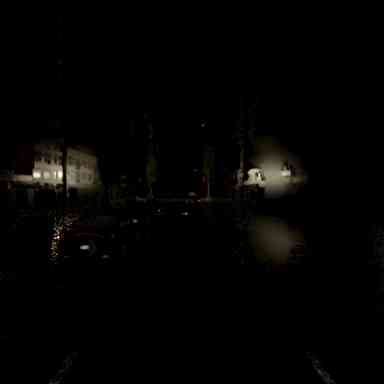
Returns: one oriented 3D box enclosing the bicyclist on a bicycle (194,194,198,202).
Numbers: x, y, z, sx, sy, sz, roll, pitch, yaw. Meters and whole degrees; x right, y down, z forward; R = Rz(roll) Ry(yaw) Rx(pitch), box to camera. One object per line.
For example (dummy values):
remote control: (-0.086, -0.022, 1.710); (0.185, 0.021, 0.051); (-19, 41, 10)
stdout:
bicyclist on a bicycle: (0.899, 1.298, 70.578); (0.866, 1.612, 1.509); (0, 0, 0)

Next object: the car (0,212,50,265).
car: (-6.598, 1.478, 11.756); (2.128, 1.511, 4.902); (0, 0, 0)

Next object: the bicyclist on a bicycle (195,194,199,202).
bicyclist on a bicycle: (0.899, 1.323, 61.574); (0.866, 1.612, 1.509); (0, 0, 0)

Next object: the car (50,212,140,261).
car: (-3.147, 1.463, 12.230); (1.882, 1.535, 5.008); (0, 0, 0)

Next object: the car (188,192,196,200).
car: (0.010, 0.989, 88.966); (2.150, 2.045, 5.566); (0, 0, 0)

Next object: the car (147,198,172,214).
car: (-3.145, 1.553, 34.505); (1.895, 1.301, 4.718); (0, 0, 0)

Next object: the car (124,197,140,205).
car: (-9.794, 1.469, 54.678); (1.994, 1.385, 4.181); (0, 0, 1)

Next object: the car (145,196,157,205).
car: (-6.544, 1.431, 54.652); (1.812, 1.442, 4.674); (0, 0, 1)
